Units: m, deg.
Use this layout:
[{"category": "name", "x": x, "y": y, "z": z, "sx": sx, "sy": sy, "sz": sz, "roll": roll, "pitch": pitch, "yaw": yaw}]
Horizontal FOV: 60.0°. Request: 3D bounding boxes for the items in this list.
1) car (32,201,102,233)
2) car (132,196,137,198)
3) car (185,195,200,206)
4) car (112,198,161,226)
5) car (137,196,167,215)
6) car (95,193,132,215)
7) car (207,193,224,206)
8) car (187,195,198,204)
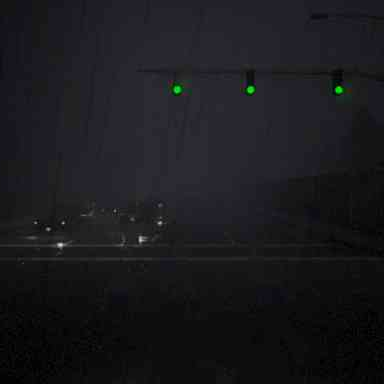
[{"category": "car", "x": -7.078, "y": 1.438, "z": 19.047, "sx": 2.033, "sy": 1.411, "sz": 5.357, "roll": 0, "pitch": 0, "yaw": 0}, {"category": "car", "x": -7.045, "y": 1.312, "z": 39.627, "sx": 1.837, "sy": 1.490, "sz": 4.892, "roll": 0, "pitch": 0, "yaw": 0}, {"category": "car", "x": 0.054, "y": 1.281, "z": 48.544, "sx": 1.837, "sy": 1.490, "sz": 4.892, "roll": 0, "pitch": 0, "yaw": 0}, {"category": "car", "x": -3.572, "y": 1.371, "z": 22.478, "sx": 2.128, "sy": 1.511, "sz": 4.902, "roll": 0, "pitch": 0, "yaw": 0}, {"category": "car", "x": -3.562, "y": 1.195, "z": 31.358, "sx": 2.097, "sy": 1.767, "sz": 4.553, "roll": 0, "pitch": 0, "yaw": 0}, {"category": "car", "x": -7.067, "y": 1.070, "z": 29.233, "sx": 2.150, "sy": 2.045, "sz": 5.566, "roll": 0, "pitch": 0, "yaw": 0}, {"category": "car", "x": 3.660, "y": 1.324, "z": 49.006, "sx": 2.033, "sy": 1.411, "sz": 5.357, "roll": 0, "pitch": 0, "yaw": 0}, {"category": "car", "x": 0.066, "y": 1.299, "z": 58.653, "sx": 1.994, "sy": 1.385, "sz": 4.181, "roll": 0, "pitch": 0, "yaw": 0}]
